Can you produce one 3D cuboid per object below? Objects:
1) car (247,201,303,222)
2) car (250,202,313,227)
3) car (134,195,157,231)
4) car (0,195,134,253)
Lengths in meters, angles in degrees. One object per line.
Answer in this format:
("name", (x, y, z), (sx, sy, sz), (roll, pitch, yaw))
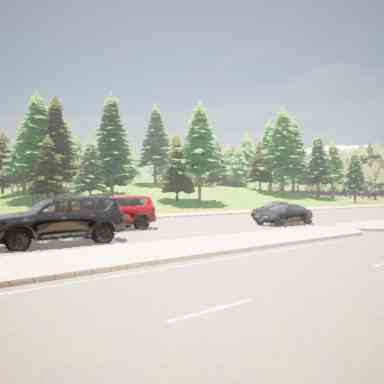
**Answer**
("car", (6.894, 1.528, 27.306), (4.674, 1.442, 1.812), (0, 0, -35))
("car", (6.353, 1.527, 22.668), (4.674, 1.442, 1.812), (0, 0, -35))
("car", (-4.719, 1.221, 19.117), (5.566, 2.045, 2.150), (0, 0, -36))
("car", (-5.599, 1.221, 14.145), (5.566, 2.045, 2.150), (0, 0, -36))
